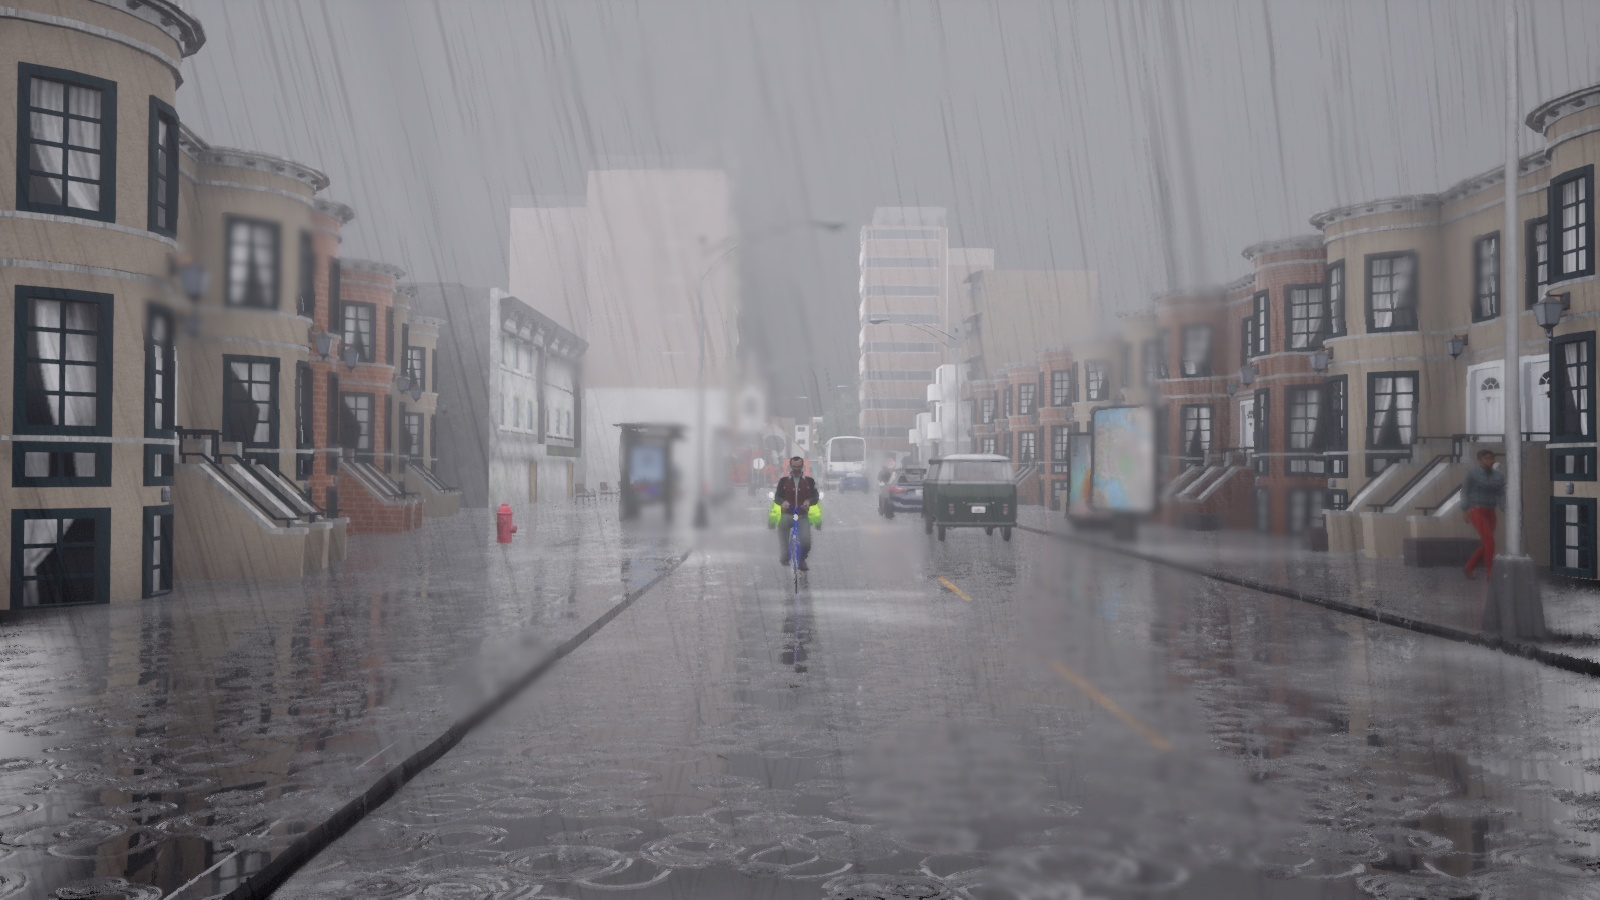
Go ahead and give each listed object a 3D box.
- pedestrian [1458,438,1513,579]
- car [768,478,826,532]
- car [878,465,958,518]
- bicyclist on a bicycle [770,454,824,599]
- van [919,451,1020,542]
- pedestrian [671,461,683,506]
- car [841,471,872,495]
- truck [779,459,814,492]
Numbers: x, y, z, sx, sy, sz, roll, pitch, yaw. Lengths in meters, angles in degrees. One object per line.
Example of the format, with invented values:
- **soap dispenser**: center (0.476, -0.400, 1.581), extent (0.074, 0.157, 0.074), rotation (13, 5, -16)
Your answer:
- **pedestrian**: center (9.154, 0.769, 16.779), extent (0.353, 1.847, 0.614), rotation (0, -1, -5)
- **car**: center (-0.075, 1.423, 33.065), extent (1.481, 1.376, 2.207), rotation (0, -1, 0)
- **car**: center (3.903, 1.353, 42.345), extent (2.242, 1.667, 4.611), rotation (0, -1, 0)
- **bicyclist on a bicycle**: center (-0.038, 0.959, 16.331), extent (0.659, 1.776, 1.843), rotation (0, -1, 0)
- **van**: center (3.931, 1.050, 29.739), extent (1.775, 1.987, 4.442), rotation (0, -1, 0)
- **pedestrian**: center (-5.392, 1.466, 54.957), extent (0.423, 1.949, 0.788), rotation (0, -1, 1)
- **car**: center (3.766, 2.194, 84.567), extent (1.882, 1.535, 5.008), rotation (0, -1, 0)
- **truck**: center (-0.274, 1.976, 98.301), extent (2.627, 2.467, 5.204), rotation (0, -1, 0)
